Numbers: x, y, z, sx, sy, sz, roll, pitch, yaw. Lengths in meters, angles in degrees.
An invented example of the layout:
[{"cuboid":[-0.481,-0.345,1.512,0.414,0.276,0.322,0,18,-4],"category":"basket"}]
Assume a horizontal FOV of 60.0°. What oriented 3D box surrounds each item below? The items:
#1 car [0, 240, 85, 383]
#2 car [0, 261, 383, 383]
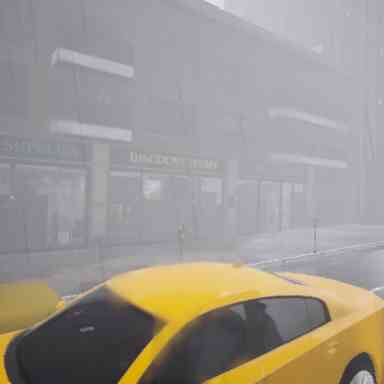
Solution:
[{"cuboid":[-3.789,1.525,3.368,4.829,1.417,1.752,0,2,-35],"category":"car"},{"cuboid":[-0.195,1.478,2.933,5.008,1.535,1.882,0,0,-35],"category":"car"}]
